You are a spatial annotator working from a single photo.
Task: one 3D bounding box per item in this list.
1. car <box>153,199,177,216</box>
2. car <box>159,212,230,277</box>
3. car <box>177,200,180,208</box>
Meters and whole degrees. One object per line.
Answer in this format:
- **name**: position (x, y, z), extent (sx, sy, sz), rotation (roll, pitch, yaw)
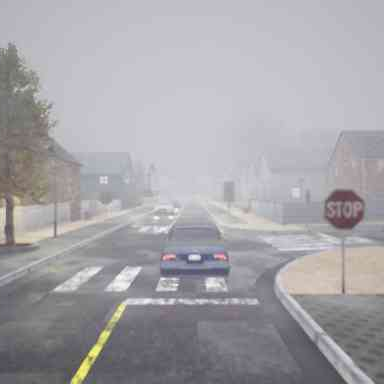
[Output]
- **car**: position (-2.844, 1.633, 34.687), extent (1.812, 1.442, 4.674), rotation (0, 0, 0)
- **car**: position (0.072, 1.575, 10.288), extent (2.033, 1.411, 5.357), rotation (0, 0, 0)
- **car**: position (-2.828, 1.716, 49.752), extent (1.994, 1.385, 4.181), rotation (0, 0, 0)
